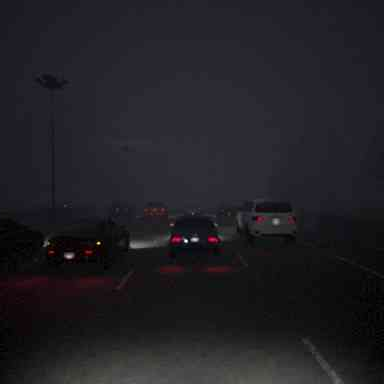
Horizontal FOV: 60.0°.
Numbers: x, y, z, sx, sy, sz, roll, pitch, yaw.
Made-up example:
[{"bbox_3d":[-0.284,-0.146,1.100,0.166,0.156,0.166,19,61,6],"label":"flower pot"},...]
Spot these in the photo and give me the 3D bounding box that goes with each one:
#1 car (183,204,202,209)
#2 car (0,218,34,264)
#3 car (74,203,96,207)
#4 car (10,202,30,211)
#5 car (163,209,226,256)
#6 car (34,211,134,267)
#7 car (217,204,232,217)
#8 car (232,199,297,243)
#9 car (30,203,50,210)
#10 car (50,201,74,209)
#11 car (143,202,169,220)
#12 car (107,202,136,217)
[{"bbox_3d":[0.069,1.926,34.359,1.812,1.442,4.674,0,-1,0],"label":"car"},{"bbox_3d":[-6.912,1.608,11.561,1.812,1.442,4.674,0,-1,0],"label":"car"},{"bbox_3d":[-17.603,2.486,55.677,1.895,1.301,4.718,0,-2,0],"label":"car"},{"bbox_3d":[-28.077,2.429,55.507,2.033,1.411,5.357,0,-2,1],"label":"car"},{"bbox_3d":[0.087,1.649,13.479,2.033,1.411,5.357,0,-1,0],"label":"car"},{"bbox_3d":[-3.412,1.608,11.547,1.812,1.442,4.674,0,-1,0],"label":"car"},{"bbox_3d":[3.568,1.926,34.373,1.812,1.442,4.674,0,-1,0],"label":"car"},{"bbox_3d":[3.585,1.359,16.853,2.150,2.045,5.566,0,-1,0],"label":"car"},{"bbox_3d":[-24.595,2.448,55.611,1.994,1.385,4.181,0,-2,1],"label":"car"},{"bbox_3d":[-21.096,2.225,55.188,2.097,1.767,4.553,0,-2,1],"label":"car"},{"bbox_3d":[-3.430,1.717,32.421,2.097,1.767,4.553,0,-1,0],"label":"car"},{"bbox_3d":[-6.930,1.729,33.088,2.097,1.767,4.553,0,-1,0],"label":"car"}]
